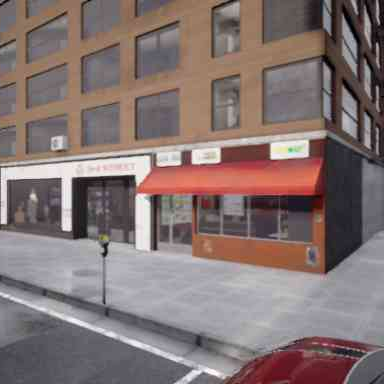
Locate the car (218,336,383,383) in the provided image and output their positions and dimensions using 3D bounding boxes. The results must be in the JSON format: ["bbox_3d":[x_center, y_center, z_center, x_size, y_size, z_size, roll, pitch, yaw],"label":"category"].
[{"bbox_3d":[1.808,1.441,1.521,4.097,1.590,1.967,0,0,36],"label":"car"}]
